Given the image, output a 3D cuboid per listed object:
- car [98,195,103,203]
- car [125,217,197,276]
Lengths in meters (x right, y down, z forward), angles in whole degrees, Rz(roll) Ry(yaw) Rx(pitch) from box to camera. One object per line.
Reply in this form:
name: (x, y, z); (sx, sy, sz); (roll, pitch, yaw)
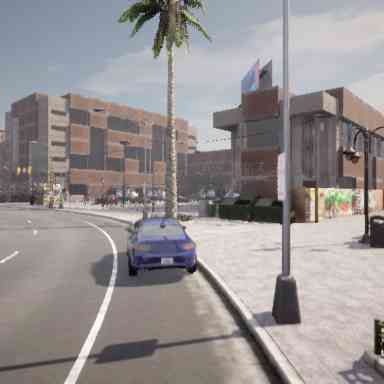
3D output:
car: (-14.577, 1.228, 56.454); (4.553, 1.767, 2.185); (0, 0, 42)
car: (-1.073, 1.514, 10.346); (1.812, 1.442, 4.674); (0, 0, -12)
